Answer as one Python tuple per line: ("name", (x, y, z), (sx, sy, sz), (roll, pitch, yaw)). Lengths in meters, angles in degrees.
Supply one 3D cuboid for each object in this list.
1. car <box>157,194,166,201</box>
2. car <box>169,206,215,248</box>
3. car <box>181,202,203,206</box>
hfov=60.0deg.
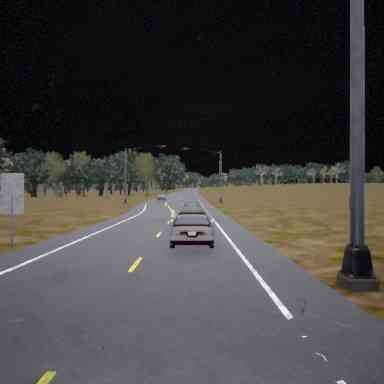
("car", (-7.001, 1.316, 76.580), (1.882, 1.535, 5.008), (0, 1, 0))
("car", (0.000, 1.566, 14.650), (2.033, 1.411, 5.357), (0, 0, 0))
("car", (0.000, 1.578, 29.653), (1.994, 1.385, 4.181), (0, 0, 0))
